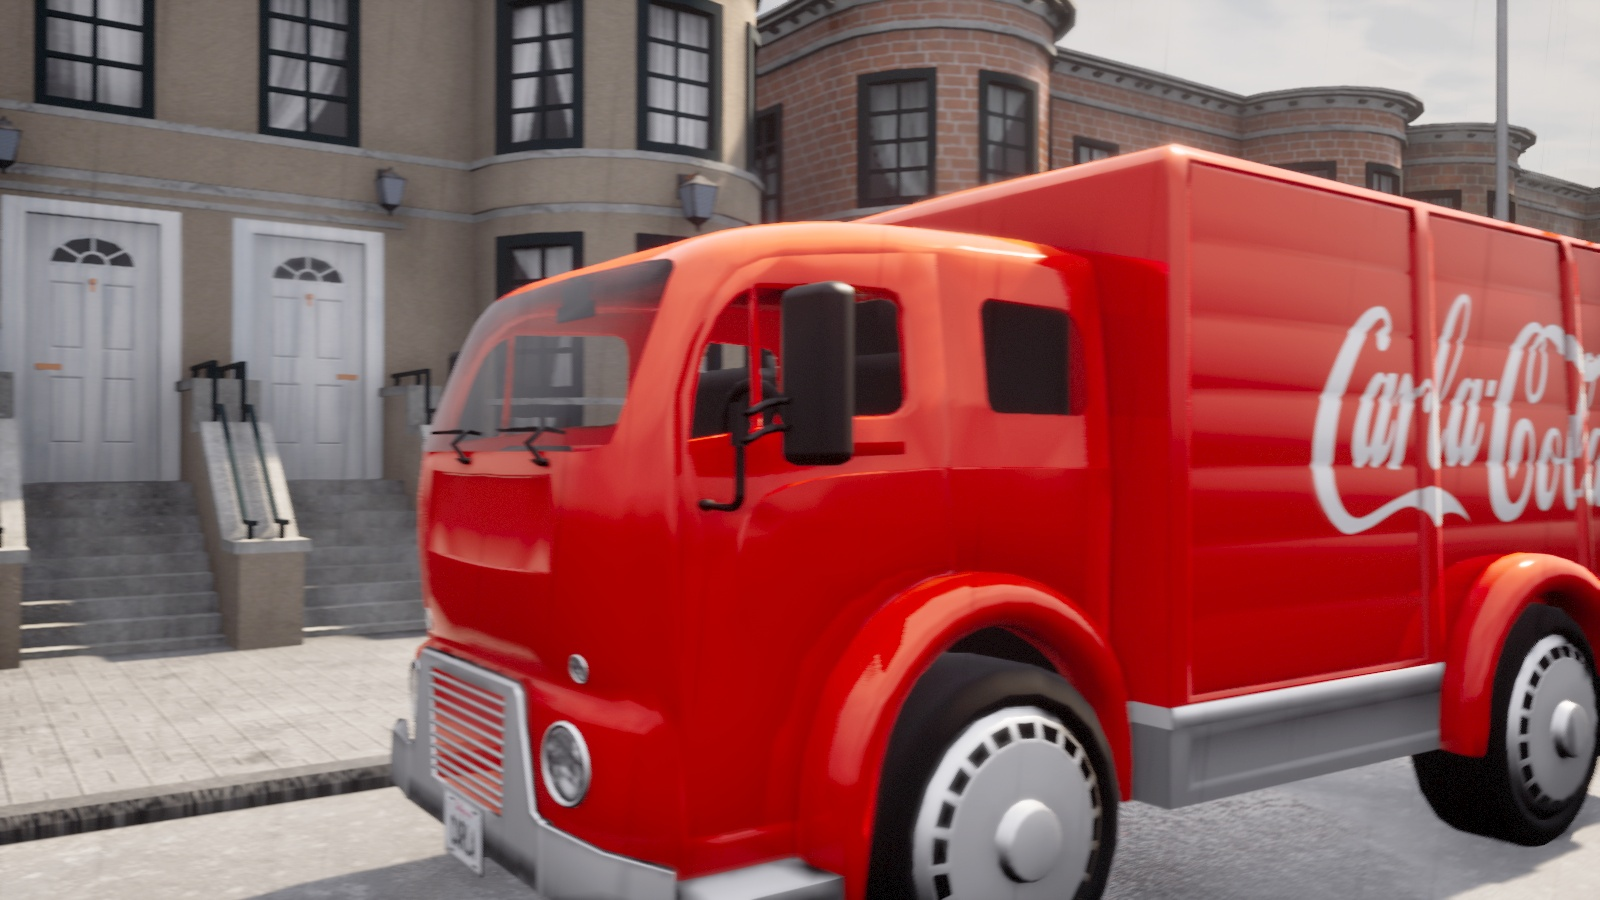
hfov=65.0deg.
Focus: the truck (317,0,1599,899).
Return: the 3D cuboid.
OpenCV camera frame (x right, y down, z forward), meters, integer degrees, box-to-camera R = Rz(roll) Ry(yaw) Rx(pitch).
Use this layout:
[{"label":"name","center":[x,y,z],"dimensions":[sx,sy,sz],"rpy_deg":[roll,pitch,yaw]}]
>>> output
[{"label":"truck","center":[1.107,0.267,5.041],"dimensions":[5.204,2.467,2.627],"rpy_deg":[0,0,-35]}]
